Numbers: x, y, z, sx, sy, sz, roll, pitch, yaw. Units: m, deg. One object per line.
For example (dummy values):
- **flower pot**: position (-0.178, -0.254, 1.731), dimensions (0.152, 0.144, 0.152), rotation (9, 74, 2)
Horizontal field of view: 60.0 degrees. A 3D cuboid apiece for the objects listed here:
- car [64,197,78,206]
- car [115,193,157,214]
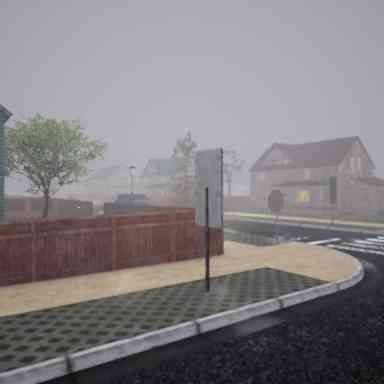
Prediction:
- **car**: position (-17.287, 1.387, 47.410), dimensions (1.994, 1.385, 4.181), rotation (0, 0, -36)
- **car**: position (-5.180, 1.124, 30.348), dimensions (2.150, 2.045, 5.566), rotation (0, 0, -36)
